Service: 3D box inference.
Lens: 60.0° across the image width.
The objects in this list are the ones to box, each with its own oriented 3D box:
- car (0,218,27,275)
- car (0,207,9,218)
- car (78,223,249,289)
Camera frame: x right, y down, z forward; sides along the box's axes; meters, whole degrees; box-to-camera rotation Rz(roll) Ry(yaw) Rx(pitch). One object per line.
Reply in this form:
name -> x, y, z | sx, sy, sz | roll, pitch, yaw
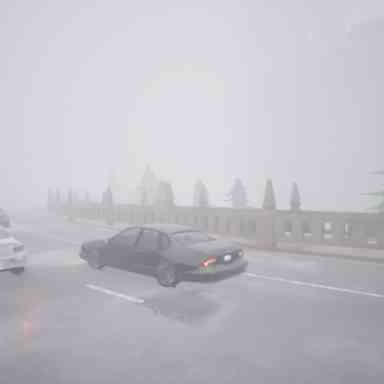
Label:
car -> -6.399, 1.615, 9.638 | 4.674, 1.442, 1.812 | -1, 0, 43
car -> -14.165, 1.745, 23.478 | 2.033, 1.411, 5.357 | 0, 0, -36
car -> -1.066, 1.621, 9.479 | 5.357, 1.411, 2.033 | 0, 0, 41
